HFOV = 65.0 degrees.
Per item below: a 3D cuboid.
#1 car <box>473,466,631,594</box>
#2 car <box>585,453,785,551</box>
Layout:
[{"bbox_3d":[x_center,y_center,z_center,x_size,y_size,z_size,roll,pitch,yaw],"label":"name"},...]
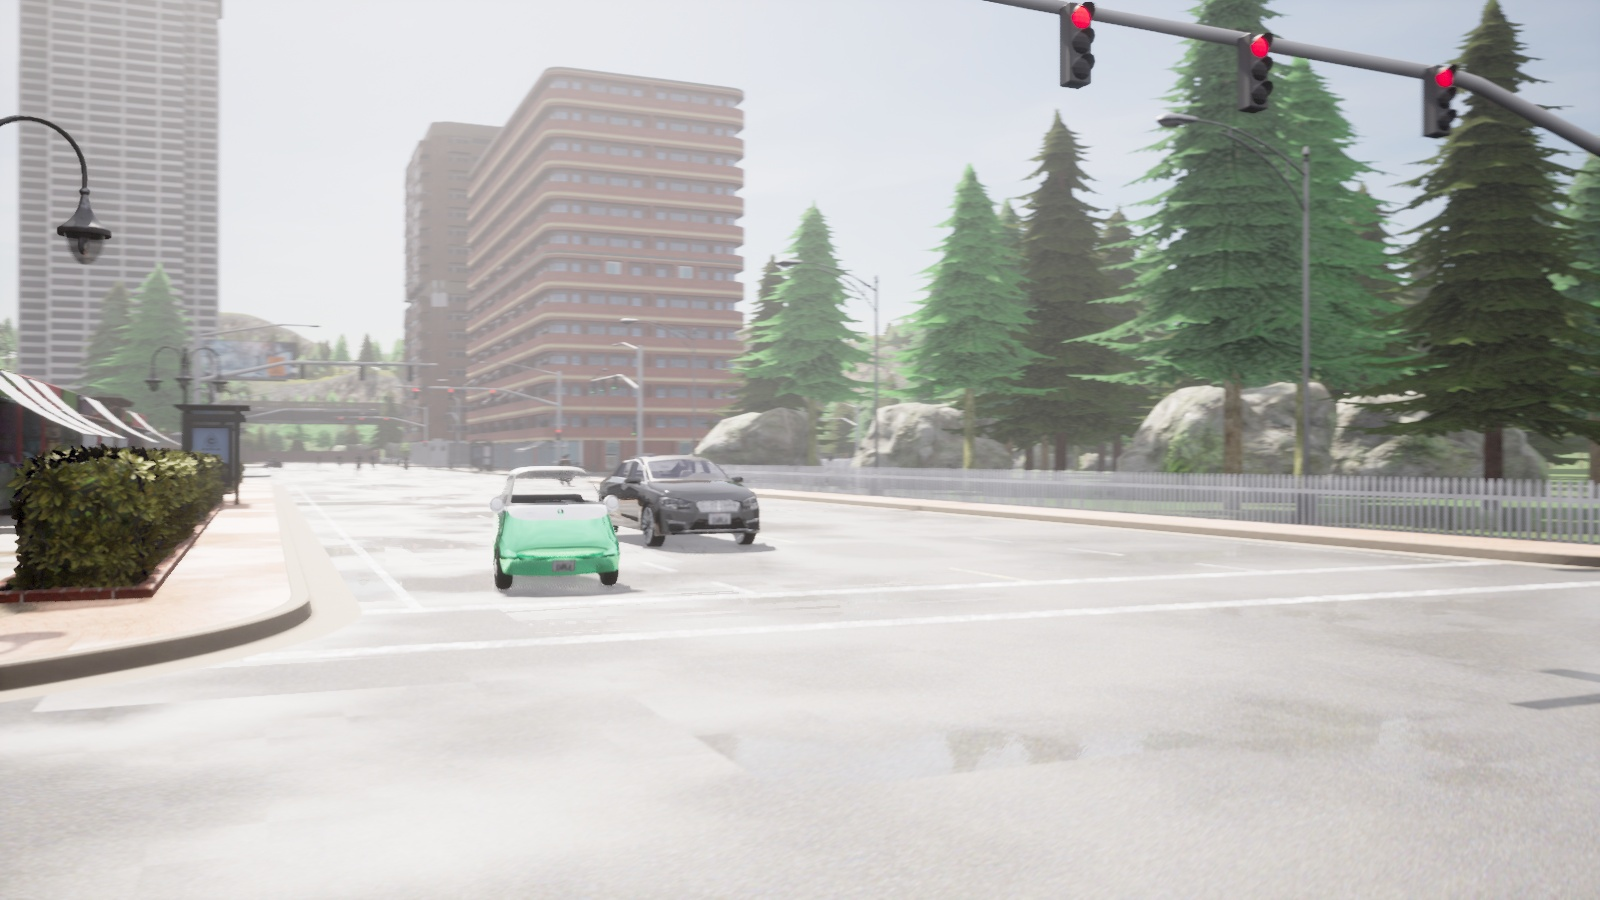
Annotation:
[{"bbox_3d":[-2.994,0.883,14.904,1.481,1.376,2.207,0,-1,-21],"label":"car"},{"bbox_3d":[-2.175,0.815,22.090,2.128,1.511,4.902,0,0,-23],"label":"car"}]
